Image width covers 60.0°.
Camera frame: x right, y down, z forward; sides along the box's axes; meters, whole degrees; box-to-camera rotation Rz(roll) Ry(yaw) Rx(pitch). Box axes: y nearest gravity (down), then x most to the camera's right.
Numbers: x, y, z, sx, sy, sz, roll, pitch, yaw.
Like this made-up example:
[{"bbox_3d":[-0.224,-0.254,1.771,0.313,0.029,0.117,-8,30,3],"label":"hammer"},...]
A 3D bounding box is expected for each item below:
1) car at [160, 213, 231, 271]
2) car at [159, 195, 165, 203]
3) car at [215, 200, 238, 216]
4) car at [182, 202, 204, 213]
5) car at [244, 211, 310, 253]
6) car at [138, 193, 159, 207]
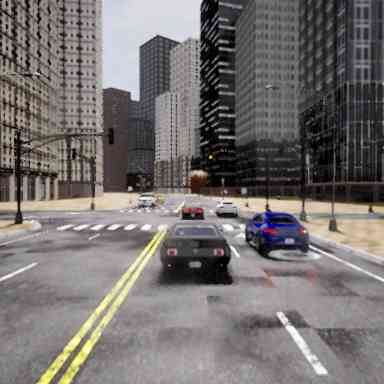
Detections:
[{"bbox_3d":[0.089,1.594,10.861,1.895,1.301,4.718,0,0,0],"label":"car"},{"bbox_3d":[-6.583,1.377,66.760,1.882,1.535,5.008,0,0,0],"label":"car"},{"bbox_3d":[3.320,1.502,32.361,1.812,1.442,4.674,0,0,0],"label":"car"},{"bbox_3d":[0.076,1.583,29.741,1.895,1.301,4.718,0,1,0],"label":"car"},{"bbox_3d":[3.327,1.518,13.572,1.812,1.442,4.674,0,0,0],"label":"car"},{"bbox_3d":[-6.632,1.165,49.448,2.150,2.045,5.566,0,0,0],"label":"car"}]
